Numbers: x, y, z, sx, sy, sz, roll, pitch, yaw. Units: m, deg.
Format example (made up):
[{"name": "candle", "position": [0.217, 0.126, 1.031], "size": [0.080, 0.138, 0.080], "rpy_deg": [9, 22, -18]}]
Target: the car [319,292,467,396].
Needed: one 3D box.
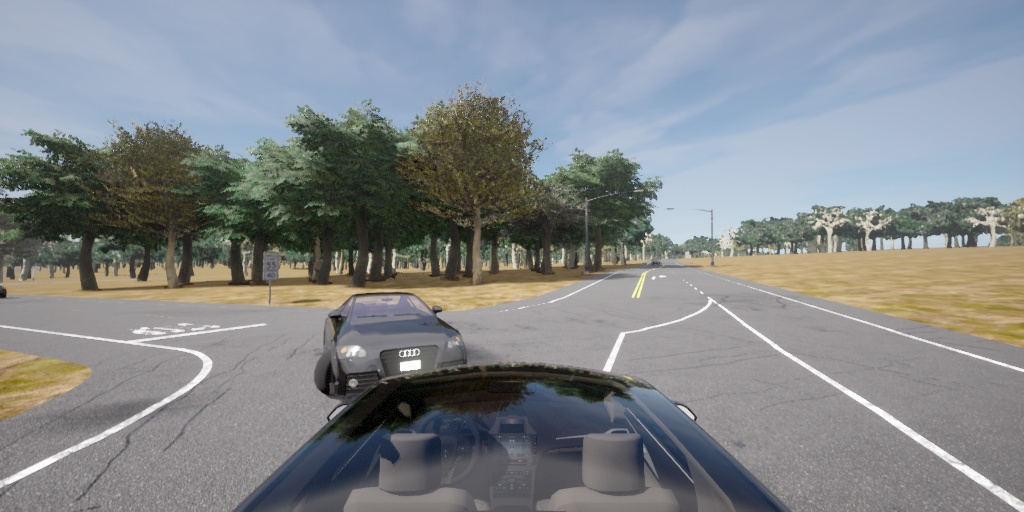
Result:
[{"name": "car", "position": [-2.354, 1.377, 6.660], "size": [1.994, 1.385, 4.181], "rpy_deg": [1, -2, -29]}]

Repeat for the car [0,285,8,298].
[{"name": "car", "position": [-40.851, 2.575, 27.440], "size": [4.181, 1.385, 1.994], "rpy_deg": [-2, -3, 22]}]
